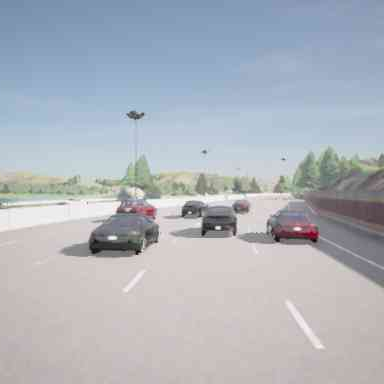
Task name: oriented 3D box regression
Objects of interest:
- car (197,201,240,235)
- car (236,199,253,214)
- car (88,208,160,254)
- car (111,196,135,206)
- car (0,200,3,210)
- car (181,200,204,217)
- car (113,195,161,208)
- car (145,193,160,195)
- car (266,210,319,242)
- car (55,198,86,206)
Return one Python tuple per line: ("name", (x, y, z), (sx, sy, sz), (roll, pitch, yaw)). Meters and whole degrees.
("car", (1.627, 1.510, 18.766), (1.837, 1.490, 4.892), (0, 0, 8))
("car", (5.462, 1.543, 36.550), (1.812, 1.442, 4.674), (0, 0, 15))
("car", (-2.559, 1.556, 13.486), (1.994, 1.385, 4.181), (0, 0, 6))
("car", (-11.343, 1.473, 55.041), (1.837, 1.490, 4.892), (0, -1, 16))
("car", (-23.489, 1.279, 37.114), (2.097, 1.767, 4.553), (0, 0, 14))
("car", (0.353, 1.506, 30.647), (1.837, 1.490, 4.892), (0, 0, 13))
("car", (-4.224, 1.339, 25.927), (2.097, 1.767, 4.553), (0, 0, 11))
("car", (-7.028, 1.200, 57.390), (2.150, 2.045, 5.566), (0, 0, 16))
("car", (4.849, 1.579, 16.505), (1.994, 1.385, 4.181), (0, 0, 7))
("car", (-17.203, 1.549, 47.311), (1.895, 1.301, 4.718), (0, 0, 16))
